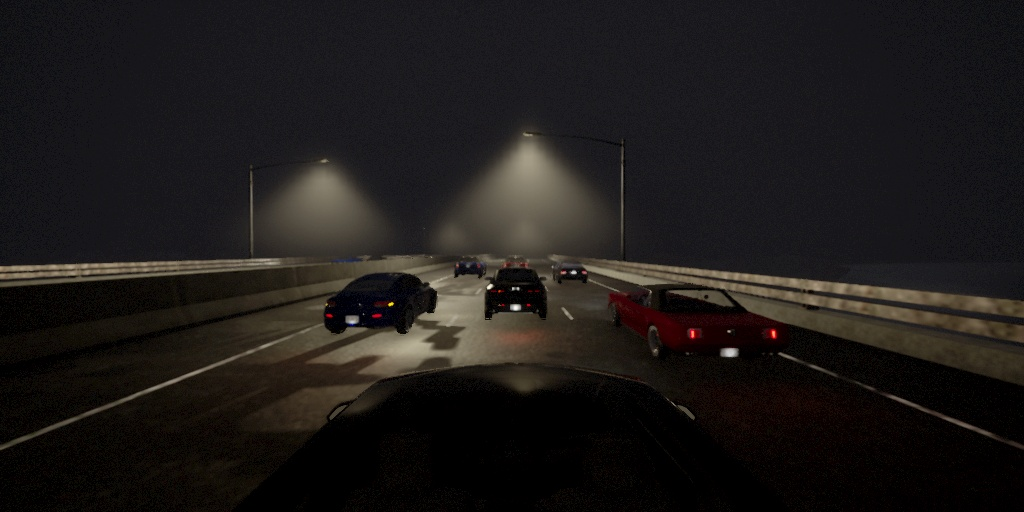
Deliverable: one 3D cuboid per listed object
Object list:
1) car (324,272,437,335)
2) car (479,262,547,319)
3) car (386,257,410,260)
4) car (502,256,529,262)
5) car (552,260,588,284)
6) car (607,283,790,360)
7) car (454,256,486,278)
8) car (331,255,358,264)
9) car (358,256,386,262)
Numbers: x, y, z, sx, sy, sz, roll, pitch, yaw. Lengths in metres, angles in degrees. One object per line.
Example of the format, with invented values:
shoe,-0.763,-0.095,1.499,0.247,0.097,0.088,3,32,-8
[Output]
car,-3.402,1.156,9.985,1.812,1.442,4.674,0,1,1
car,0.123,1.106,12.069,1.837,1.490,4.892,0,1,1
car,-13.545,0.789,44.520,1.895,1.301,4.718,0,1,2
car,0.306,0.741,28.355,2.097,1.767,4.553,0,1,1
car,3.719,0.996,23.697,2.033,1.411,5.357,0,1,1
car,3.580,1.259,8.068,1.895,1.301,4.718,0,1,1
car,-3.195,0.740,28.398,2.097,1.767,4.553,0,1,1
car,-20.539,0.664,44.648,1.882,1.535,5.008,0,1,2
car,-17.033,0.710,44.848,1.812,1.442,4.674,0,1,2
